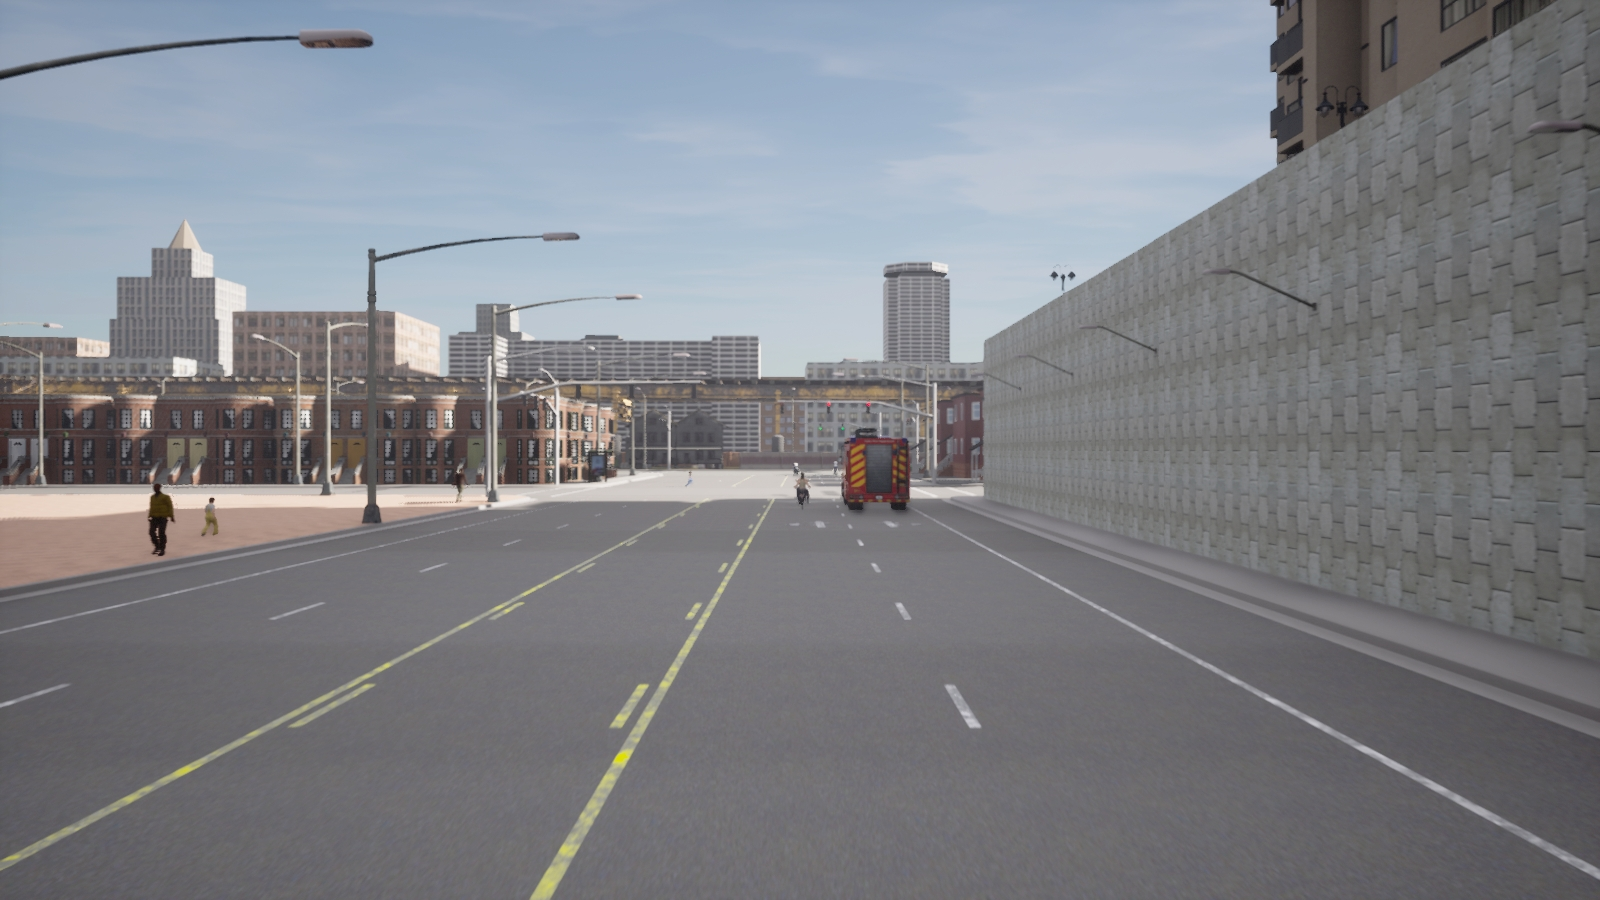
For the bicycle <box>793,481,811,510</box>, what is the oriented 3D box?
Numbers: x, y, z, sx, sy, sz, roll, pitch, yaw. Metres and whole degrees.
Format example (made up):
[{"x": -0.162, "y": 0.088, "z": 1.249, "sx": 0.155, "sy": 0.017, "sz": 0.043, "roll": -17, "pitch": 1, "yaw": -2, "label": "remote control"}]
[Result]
[{"x": 0.108, "y": 2.146, "z": 54.227, "sx": 0.859, "sy": 1.301, "sz": 1.487, "roll": 0, "pitch": 0, "yaw": 0, "label": "bicycle"}]

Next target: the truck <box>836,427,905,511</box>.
[{"x": 3.365, "y": 0.889, "z": 56.563, "sx": 2.891, "sy": 3.827, "sz": 8.468, "roll": 0, "pitch": 0, "yaw": 0, "label": "truck"}]

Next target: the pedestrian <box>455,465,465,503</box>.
[{"x": -16.790, "y": 1.697, "z": 56.412, "sx": 0.375, "sy": 1.860, "sz": 0.375, "roll": 0, "pitch": 0, "yaw": 4, "label": "pedestrian"}]

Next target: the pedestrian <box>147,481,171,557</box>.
[{"x": -15.788, "y": 1.696, "z": 28.142, "sx": 0.375, "sy": 1.860, "sz": 0.375, "roll": 0, "pitch": 0, "yaw": 5, "label": "pedestrian"}]

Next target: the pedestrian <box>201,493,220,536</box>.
[{"x": -18.196, "y": 1.989, "z": 35.255, "sx": 0.375, "sy": 1.300, "sz": 0.375, "roll": 0, "pitch": 0, "yaw": 9, "label": "pedestrian"}]
